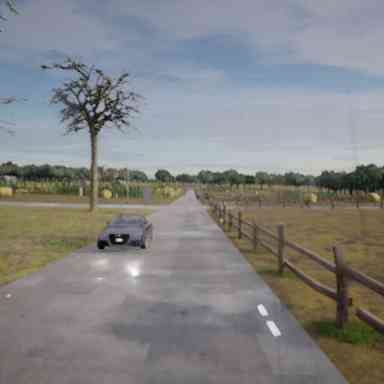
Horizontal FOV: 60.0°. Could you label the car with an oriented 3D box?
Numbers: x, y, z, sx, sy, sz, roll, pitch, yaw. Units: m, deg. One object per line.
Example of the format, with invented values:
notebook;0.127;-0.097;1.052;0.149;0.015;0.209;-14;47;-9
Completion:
car;-2.845;1.696;14.959;1.994;1.385;4.181;0;0;0
